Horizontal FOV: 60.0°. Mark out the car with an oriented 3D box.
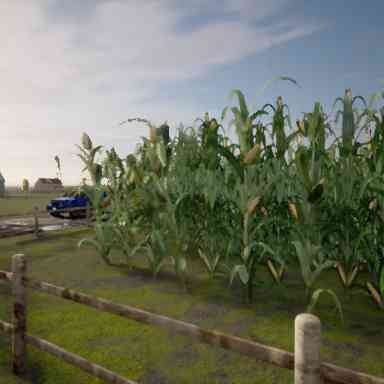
[{"bbox_3d":[-8.920,0.809,26.597,2.150,2.045,5.566,1,2,22],"label":"car"}]
